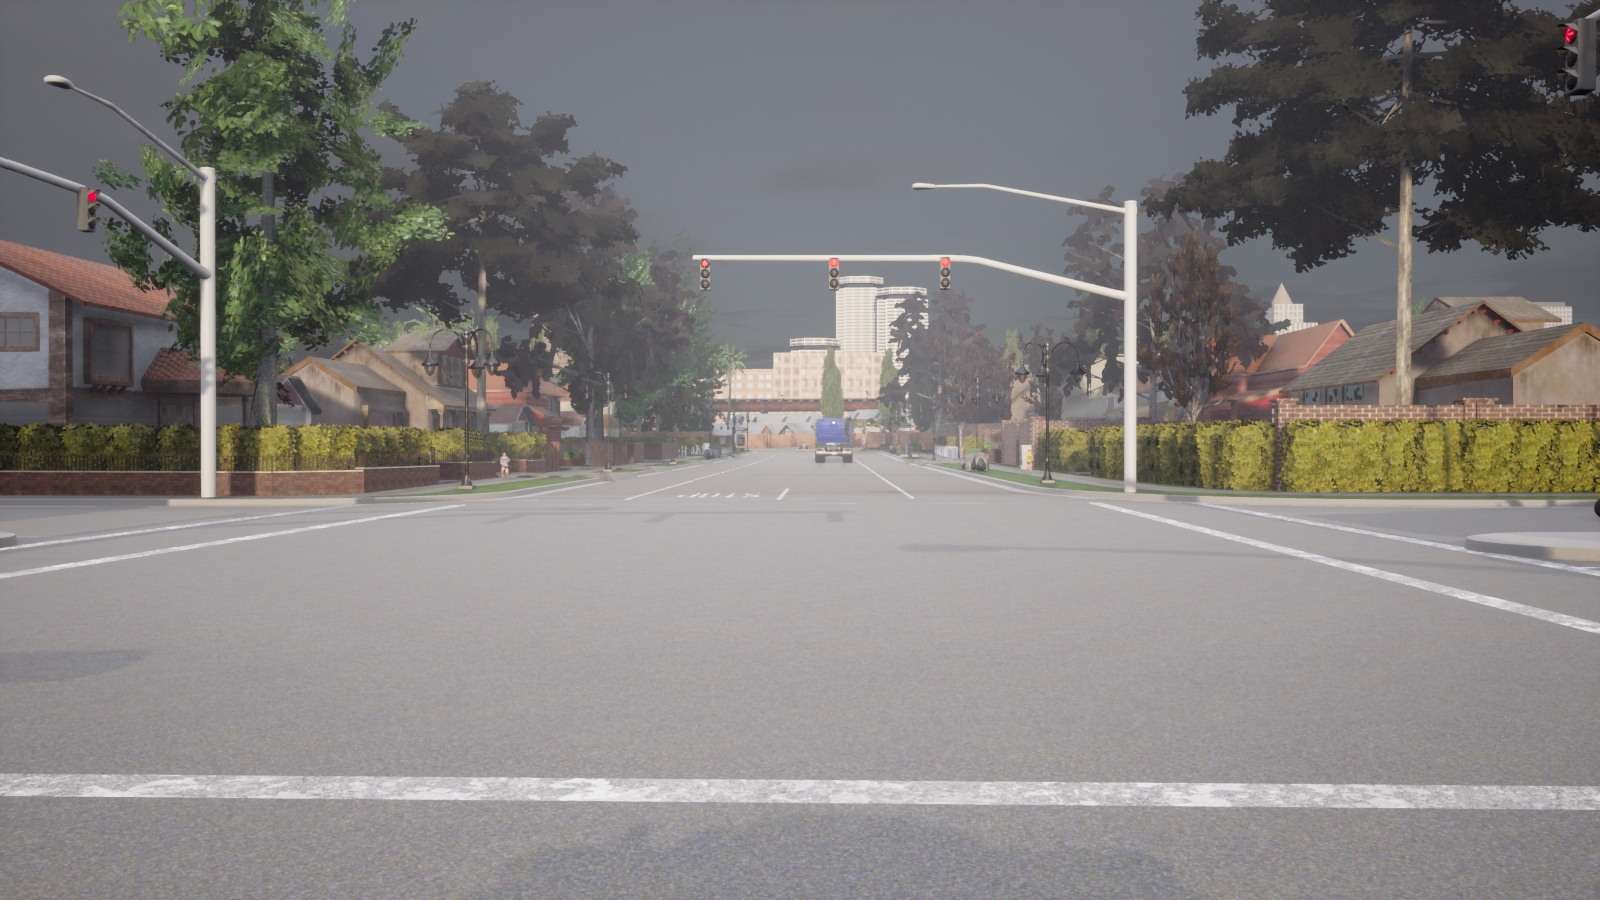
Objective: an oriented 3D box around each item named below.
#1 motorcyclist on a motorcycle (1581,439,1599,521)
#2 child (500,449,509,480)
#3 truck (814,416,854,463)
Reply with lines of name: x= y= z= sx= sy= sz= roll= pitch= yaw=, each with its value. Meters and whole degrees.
motorcyclist on a motorcycle: x=16.364 y=0.575 z=24.398 sx=1.817 sy=1.590 sz=0.866 roll=0 pitch=0 yaw=1
child: x=-10.695 y=0.526 z=45.455 sx=0.255 sy=1.110 sz=0.394 roll=0 pitch=0 yaw=0
truck: x=2.566 y=-0.810 z=95.757 sx=2.891 sy=3.462 sz=7.936 roll=0 pitch=1 yaw=1
